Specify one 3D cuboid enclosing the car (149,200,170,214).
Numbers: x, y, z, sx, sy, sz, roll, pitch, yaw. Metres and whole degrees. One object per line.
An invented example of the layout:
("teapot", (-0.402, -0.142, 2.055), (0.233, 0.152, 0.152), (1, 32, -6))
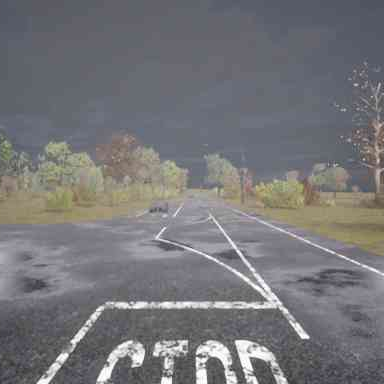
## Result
("car", (-3.437, 1.578, 35.671), (1.994, 1.385, 4.181), (0, 0, 0))
